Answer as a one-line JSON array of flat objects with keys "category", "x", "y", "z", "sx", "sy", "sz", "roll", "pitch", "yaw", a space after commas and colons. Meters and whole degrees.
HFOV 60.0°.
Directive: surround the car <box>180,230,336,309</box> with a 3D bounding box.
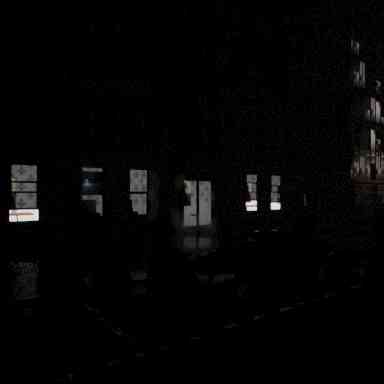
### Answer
[{"category": "car", "x": 1.710, "y": 1.582, "z": 7.791, "sx": 4.206, "sy": 1.307, "sz": 1.802, "roll": 0, "pitch": 0, "yaw": -36}]
